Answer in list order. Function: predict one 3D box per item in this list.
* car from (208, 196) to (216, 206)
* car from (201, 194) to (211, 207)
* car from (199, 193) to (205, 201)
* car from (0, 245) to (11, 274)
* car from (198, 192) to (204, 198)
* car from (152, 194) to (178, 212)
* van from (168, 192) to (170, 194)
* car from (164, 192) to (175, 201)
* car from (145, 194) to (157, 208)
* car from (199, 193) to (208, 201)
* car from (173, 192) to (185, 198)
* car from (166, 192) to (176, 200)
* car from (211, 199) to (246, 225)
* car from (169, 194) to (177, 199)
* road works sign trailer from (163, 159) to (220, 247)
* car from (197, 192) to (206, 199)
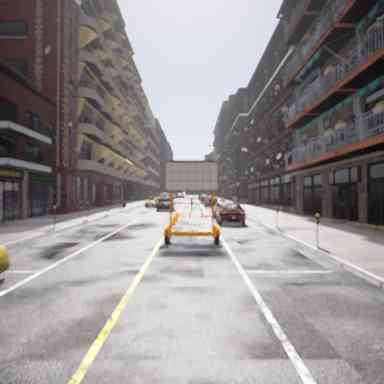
[{"bbox_3d":[2.589,1.378,28.539,1.752,1.417,4.829,1,0,0],"label":"car"},{"bbox_3d":[2.590,1.335,44.959,1.887,1.381,4.507,1,0,0],"label":"car"},{"bbox_3d":[2.590,1.321,50.490,2.008,1.369,4.403,1,0,0],"label":"car"},{"bbox_3d":[-5.292,1.489,6.146,1.752,1.417,4.829,2,0,0],"label":"car"},{"bbox_3d":[2.593,1.267,67.082,1.887,1.381,4.507,1,0,0],"label":"car"},{"bbox_3d":[-2.841,1.326,36.163,1.837,1.490,4.892,0,0,0],"label":"car"},{"bbox_3d":[-5.283,1.077,61.612,1.690,1.788,3.998,2,0,0],"label":"van"},{"bbox_3d":[-5.281,1.015,78.205,2.192,1.841,5.009,1,0,0],"label":"car"},{"bbox_3d":[-5.290,1.316,44.853,1.752,1.417,4.829,2,0,0],"label":"car"},{"bbox_3d":[2.603,1.140,78.144,1.967,1.590,4.097,1,0,0],"label":"car"},{"bbox_3d":[-2.741,0.974,77.001,1.994,1.385,4.181,0,0,0],"label":"car"},{"bbox_3d":[-5.281,1.005,83.735,2.192,1.841,5.009,1,0,0],"label":"car"},{"bbox_3d":[2.588,1.423,22.837,1.887,1.381,4.507,1,0,0],"label":"car"},{"bbox_3d":[-5.286,1.241,94.798,1.947,1.339,4.313,1,0,0],"label":"car"},{"bbox_3d":[-0.008,0.383,14.502,2.380,3.560,2.880,0,0,0],"label":"road works sign trailer"},{"bbox_3d":[2.566,0.997,89.205,2.192,1.841,5.009,1,0,0],"label":"car"}]
